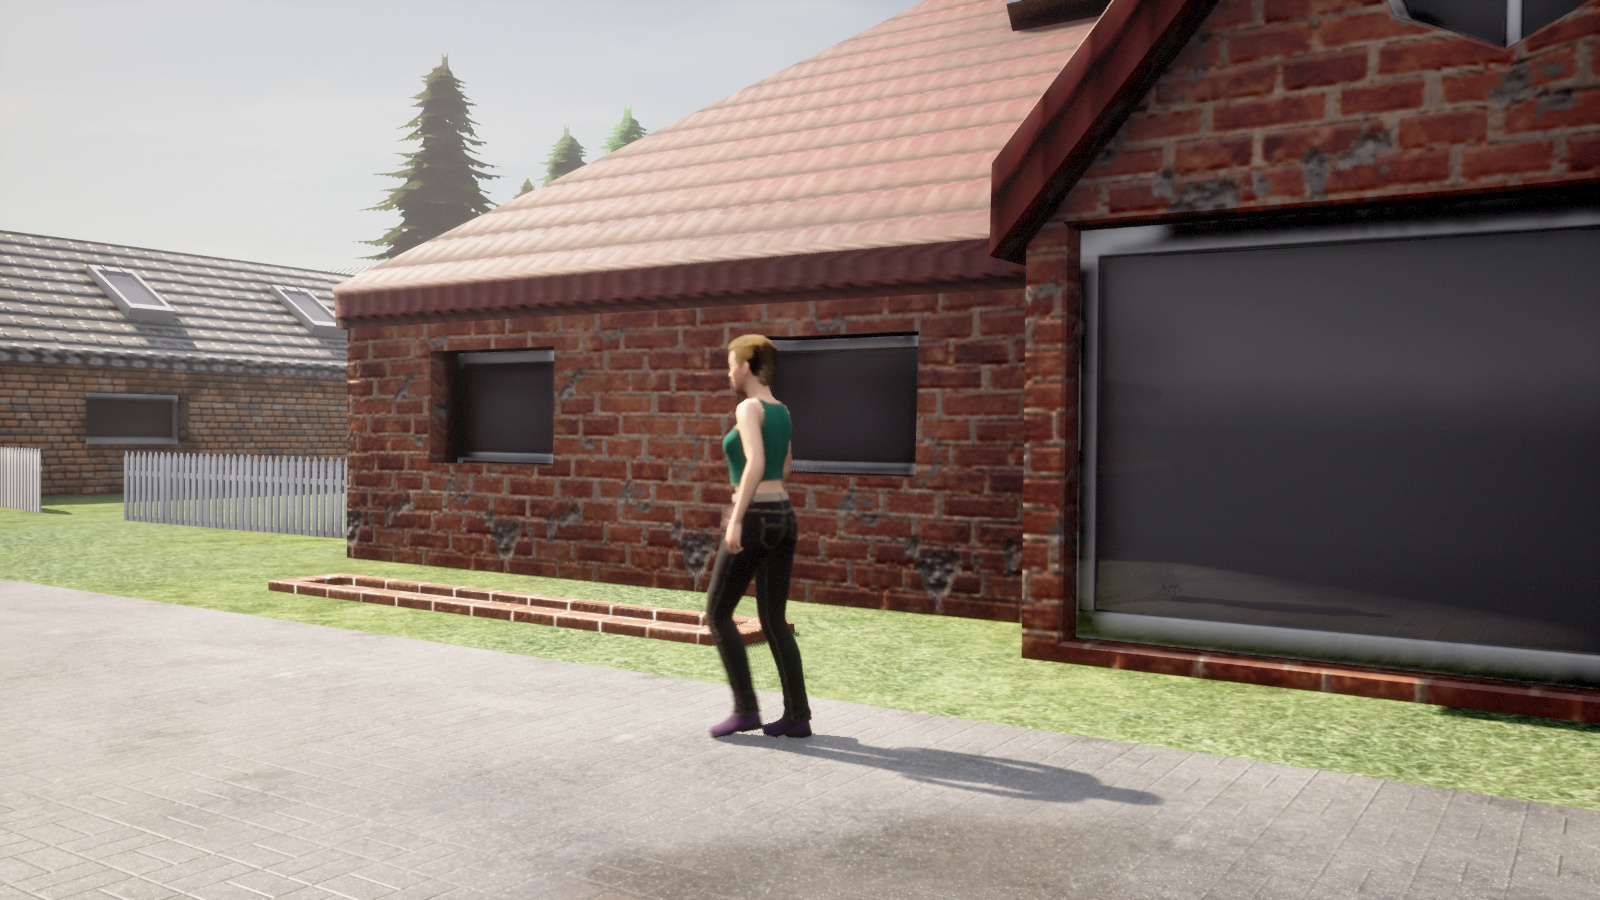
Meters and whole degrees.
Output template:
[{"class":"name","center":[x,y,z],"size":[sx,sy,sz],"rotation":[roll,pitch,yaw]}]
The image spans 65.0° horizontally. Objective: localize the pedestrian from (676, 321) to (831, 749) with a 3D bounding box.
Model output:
[{"class":"pedestrian","center":[-0.209,0.365,5.684],"size":[0.594,1.836,0.345],"rotation":[0,1,32]}]
